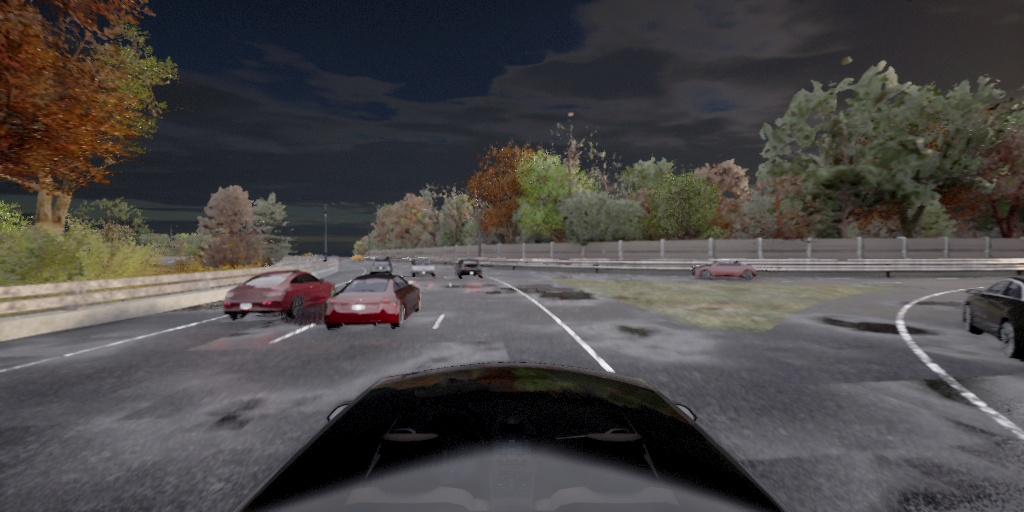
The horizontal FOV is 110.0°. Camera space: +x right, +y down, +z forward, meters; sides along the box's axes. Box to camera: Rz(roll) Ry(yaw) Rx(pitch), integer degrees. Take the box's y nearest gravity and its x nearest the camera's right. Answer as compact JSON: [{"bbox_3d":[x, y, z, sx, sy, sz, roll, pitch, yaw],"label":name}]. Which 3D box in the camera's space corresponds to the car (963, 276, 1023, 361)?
[{"bbox_3d":[10.816,1.142,7.081,2.128,1.511,4.902,0,1,43],"label":"car"}]

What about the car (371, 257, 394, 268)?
[{"bbox_3d":[-11.802,1.068,32.576,2.033,1.411,5.357,0,1,-17],"label":"car"}]

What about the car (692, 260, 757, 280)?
[{"bbox_3d":[15.711,1.010,26.737,4.181,1.385,1.994,0,1,20],"label":"car"}]

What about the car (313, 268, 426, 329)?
[{"bbox_3d":[-4.054,1.247,11.045,1.994,1.385,4.181,0,1,-5],"label":"car"}]

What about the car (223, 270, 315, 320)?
[{"bbox_3d":[-7.676,1.214,12.296,1.812,1.442,4.674,0,1,-6],"label":"car"}]

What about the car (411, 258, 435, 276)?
[{"bbox_3d":[-8.109,1.106,32.425,1.895,1.301,4.718,0,1,-17],"label":"car"}]

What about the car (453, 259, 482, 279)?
[{"bbox_3d":[-3.646,1.017,29.403,1.837,1.490,4.892,0,0,-15],"label":"car"}]
